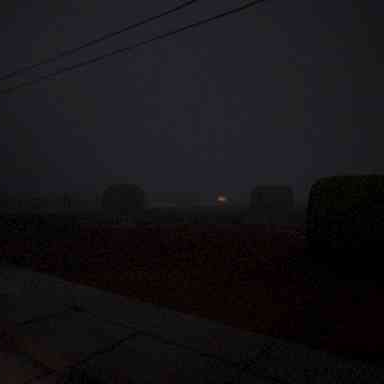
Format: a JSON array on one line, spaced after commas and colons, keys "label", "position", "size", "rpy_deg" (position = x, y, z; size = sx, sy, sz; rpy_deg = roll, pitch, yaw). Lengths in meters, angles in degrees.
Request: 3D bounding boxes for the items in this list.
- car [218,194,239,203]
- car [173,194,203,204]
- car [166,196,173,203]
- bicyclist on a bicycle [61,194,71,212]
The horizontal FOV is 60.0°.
[{"label": "car", "position": [6.578, 1.139, 59.679], "size": [1.882, 1.535, 5.008], "rpy_deg": [1, 0, 38]}, {"label": "car", "position": [-0.267, 1.258, 50.947], "size": [1.895, 1.301, 4.718], "rpy_deg": [1, 0, 39]}, {"label": "car", "position": [-2.161, 1.127, 54.335], "size": [1.837, 1.490, 4.892], "rpy_deg": [1, 0, 39]}, {"label": "bicyclist on a bicycle", "position": [-11.569, 0.986, 30.431], "size": [1.656, 1.620, 0.582], "rpy_deg": [0, 0, 38]}]
